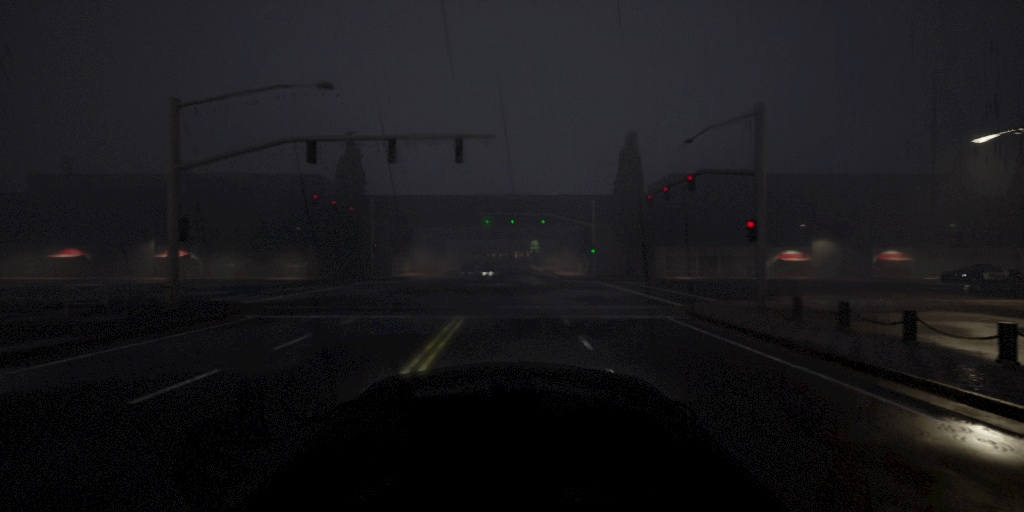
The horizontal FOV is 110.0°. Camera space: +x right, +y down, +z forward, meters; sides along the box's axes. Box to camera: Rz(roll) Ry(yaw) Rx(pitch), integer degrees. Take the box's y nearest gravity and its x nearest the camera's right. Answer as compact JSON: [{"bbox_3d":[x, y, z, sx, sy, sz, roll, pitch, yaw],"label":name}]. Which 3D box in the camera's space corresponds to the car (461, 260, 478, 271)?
[{"bbox_3d":[-7.550,1.856,61.580,2.033,1.411,5.357,0,-1,1],"label":"car"}]

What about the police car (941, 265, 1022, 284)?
[{"bbox_3d":[38.419,1.520,29.554,4.974,1.542,2.038,0,-1,0],"label":"police car"}]

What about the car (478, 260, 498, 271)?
[{"bbox_3d":[-4.061,1.803,61.627,2.128,1.511,4.902,0,-1,1],"label":"car"}]
